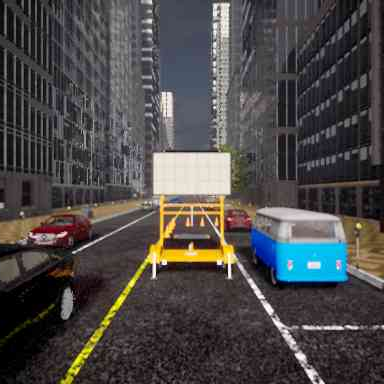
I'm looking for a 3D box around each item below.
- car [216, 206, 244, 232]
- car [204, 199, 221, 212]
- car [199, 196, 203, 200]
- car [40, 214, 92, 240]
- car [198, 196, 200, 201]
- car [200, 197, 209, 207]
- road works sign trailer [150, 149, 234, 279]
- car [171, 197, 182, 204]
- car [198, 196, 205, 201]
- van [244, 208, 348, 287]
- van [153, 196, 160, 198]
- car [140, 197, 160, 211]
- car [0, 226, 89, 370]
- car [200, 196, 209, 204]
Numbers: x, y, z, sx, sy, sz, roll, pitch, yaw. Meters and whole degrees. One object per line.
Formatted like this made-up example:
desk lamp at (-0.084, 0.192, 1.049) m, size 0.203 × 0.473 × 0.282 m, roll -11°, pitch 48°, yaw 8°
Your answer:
car at (2.683, 1.674, 20.546) m, size 1.802 × 1.307 × 4.206 m, roll 0°, pitch 0°, yaw 0°
car at (2.678, 1.749, 37.624) m, size 1.802 × 1.307 × 4.206 m, roll 0°, pitch 0°, yaw 0°
car at (2.673, 1.782, 54.701) m, size 2.008 × 1.369 × 4.403 m, roll 0°, pitch 0°, yaw 0°
car at (-5.696, 1.648, 14.854) m, size 1.802 × 1.307 × 4.206 m, roll 0°, pitch 0°, yaw 0°
car at (2.669, 1.705, 66.087) m, size 1.967 × 1.590 × 4.097 m, roll 0°, pitch 0°, yaw 0°
car at (2.675, 1.763, 49.009) m, size 2.008 × 1.369 × 4.403 m, roll 0°, pitch 0°, yaw 0°
road works sign trailer at (-0.003, 0.510, 10.185) m, size 2.380 × 3.560 × 2.880 m, roll 0°, pitch 0°, yaw 0°
car at (-3.021, 1.735, 63.540) m, size 1.882 × 1.535 × 5.008 m, roll 0°, pitch 0°, yaw 0°
car at (2.660, 1.884, 94.548) m, size 1.887 × 1.381 × 4.507 m, roll 0°, pitch 0°, yaw 0°
van at (2.687, 1.382, 9.163) m, size 1.690 × 1.788 × 3.998 m, roll 0°, pitch 0°, yaw 0°
van at (-5.708, 1.573, 54.703) m, size 1.690 × 1.788 × 3.998 m, roll 0°, pitch 0°, yaw 0°
car at (-5.704, 1.741, 43.317) m, size 2.008 × 1.369 × 4.403 m, roll 0°, pitch 0°, yaw 0°
car at (-3.101, 1.497, 4.329) m, size 1.882 × 1.535 × 5.008 m, roll 0°, pitch 0°, yaw 0°
car at (2.667, 1.721, 71.779) m, size 1.967 × 1.590 × 4.097 m, roll 0°, pitch 0°, yaw 0°
